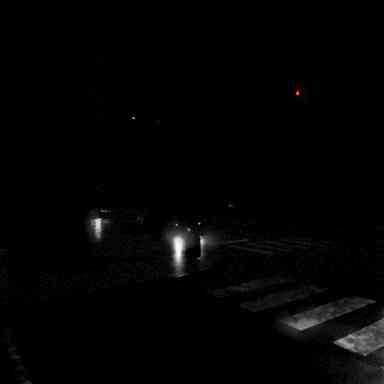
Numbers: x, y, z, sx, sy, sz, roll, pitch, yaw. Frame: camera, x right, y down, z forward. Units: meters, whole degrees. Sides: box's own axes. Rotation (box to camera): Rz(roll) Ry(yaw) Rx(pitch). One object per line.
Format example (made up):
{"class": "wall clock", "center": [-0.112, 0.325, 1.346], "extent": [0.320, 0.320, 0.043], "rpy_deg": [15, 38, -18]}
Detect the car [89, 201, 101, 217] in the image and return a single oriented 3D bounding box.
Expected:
{"class": "car", "center": [-10.265, 1.619, 31.749], "extent": [2.128, 1.511, 4.902], "rpy_deg": [0, 0, -36]}

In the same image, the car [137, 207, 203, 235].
{"class": "car", "center": [-1.519, 1.610, 19.577], "extent": [2.033, 1.411, 5.357], "rpy_deg": [0, 0, -32]}
